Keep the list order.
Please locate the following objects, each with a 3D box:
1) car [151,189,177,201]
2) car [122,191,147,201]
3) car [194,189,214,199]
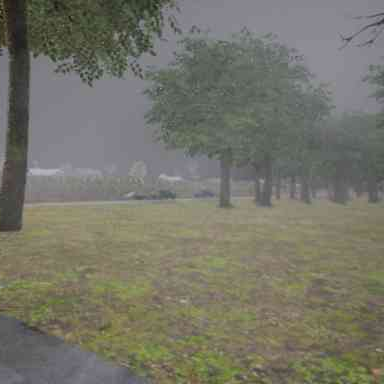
[{"bbox_3d":[-5.003,0.529,59.954,2.150,2.045,5.566,0,0,36],"label":"car"},{"bbox_3d":[-10.019,0.665,57.755,2.097,1.767,4.553,0,0,36],"label":"car"},{"bbox_3d":[2.617,0.337,70.805,2.150,2.045,5.566,0,0,35],"label":"car"}]
